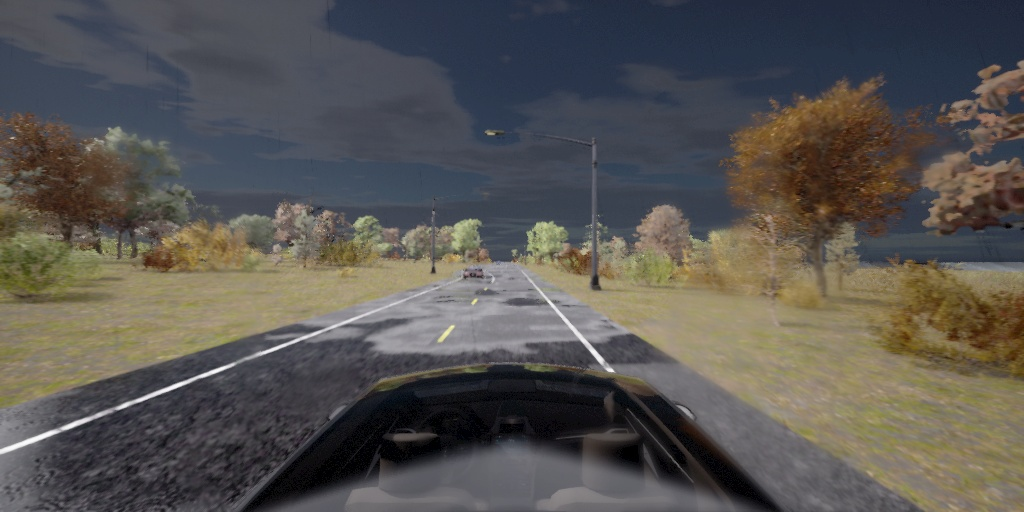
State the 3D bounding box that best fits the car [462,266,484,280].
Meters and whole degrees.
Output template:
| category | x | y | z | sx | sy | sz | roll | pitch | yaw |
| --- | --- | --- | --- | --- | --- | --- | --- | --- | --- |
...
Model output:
| category | x | y | z | sx | sy | sz | roll | pitch | yaw |
| --- | --- | --- | --- | --- | --- | --- | --- | --- | --- |
| car | -3.820 | 1.655 | 36.248 | 1.994 | 1.385 | 4.181 | 0 | -1 | -3 |
